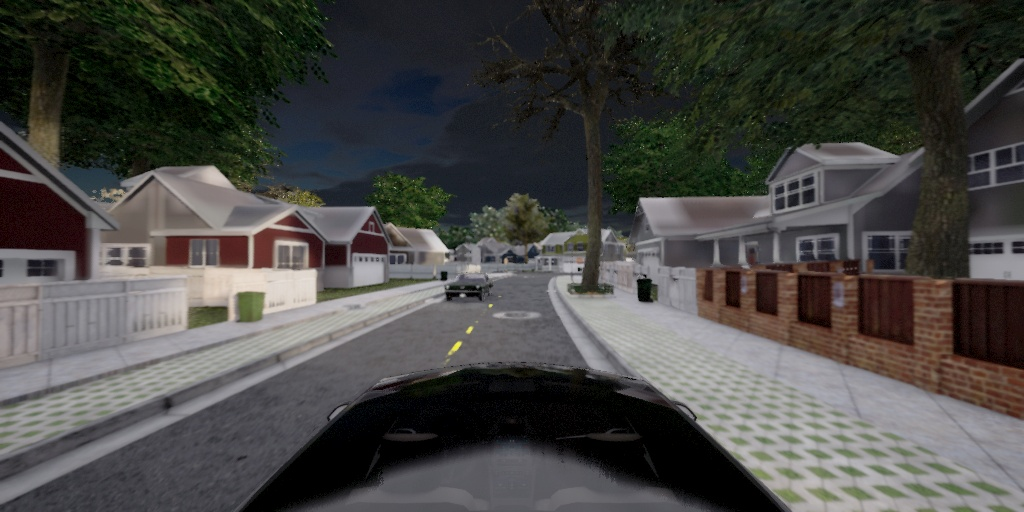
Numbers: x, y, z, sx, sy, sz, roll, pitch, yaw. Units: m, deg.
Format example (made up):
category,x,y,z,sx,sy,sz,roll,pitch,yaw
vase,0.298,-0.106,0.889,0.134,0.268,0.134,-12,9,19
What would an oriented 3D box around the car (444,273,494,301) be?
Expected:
category,x,y,z,sx,sy,sz,roll,pitch,yaw
car,-2.161,1.567,18.926,1.895,1.301,4.718,0,-1,4
